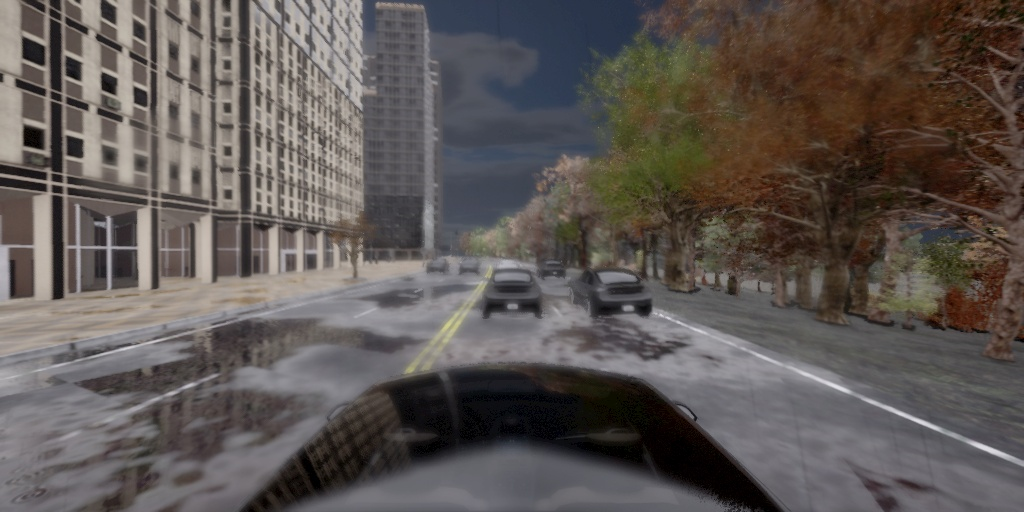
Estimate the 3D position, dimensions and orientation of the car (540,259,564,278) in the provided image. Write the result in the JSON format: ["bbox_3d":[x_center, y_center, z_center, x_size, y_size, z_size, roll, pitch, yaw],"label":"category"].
[{"bbox_3d":[2.966,1.027,27.915,1.837,1.490,4.892,-2,-1,-2],"label":"car"}]

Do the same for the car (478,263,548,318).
[{"bbox_3d":[0.003,1.170,12.578,1.837,1.490,4.892,0,0,0],"label":"car"}]

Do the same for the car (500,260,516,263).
[{"bbox_3d":[-0.332,1.068,28.679,1.812,1.442,4.674,0,0,-2],"label":"car"}]

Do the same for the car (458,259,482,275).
[{"bbox_3d":[-3.939,1.011,33.940,1.837,1.490,4.892,0,0,-2],"label":"car"}]

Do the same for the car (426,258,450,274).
[{"bbox_3d":[-7.246,1.001,35.488,1.837,1.490,4.892,0,0,-2],"label":"car"}]

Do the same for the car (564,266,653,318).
[{"bbox_3d":[3.253,1.143,12.507,1.837,1.490,4.892,-3,2,-1],"label":"car"}]
